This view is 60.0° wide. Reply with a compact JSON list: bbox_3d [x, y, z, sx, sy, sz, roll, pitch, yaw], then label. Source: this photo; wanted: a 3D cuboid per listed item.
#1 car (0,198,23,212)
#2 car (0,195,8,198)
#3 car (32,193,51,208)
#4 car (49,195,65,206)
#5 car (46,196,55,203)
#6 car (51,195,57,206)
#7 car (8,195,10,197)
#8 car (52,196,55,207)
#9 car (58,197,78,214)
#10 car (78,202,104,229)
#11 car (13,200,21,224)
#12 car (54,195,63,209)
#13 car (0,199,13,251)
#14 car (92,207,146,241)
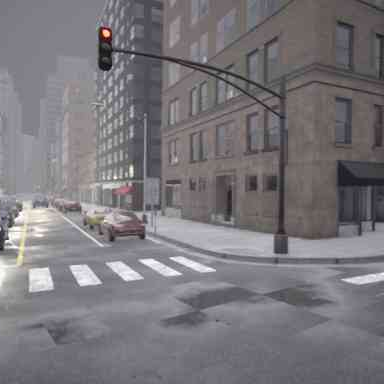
[{"bbox_3d":[-16.868,1.562,30.493,2.033,1.411,5.357,0,0,-25],"label":"car"},{"bbox_3d":[-28.194,1.357,47.852,2.192,1.841,5.009,0,0,-26],"label":"car"},{"bbox_3d":[-22.657,1.429,49.682,2.097,1.767,4.553,0,0,-26],"label":"car"},{"bbox_3d":[-22.957,1.424,56.593,2.192,1.841,5.009,0,0,-26],"label":"car"},{"bbox_3d":[-32.738,1.676,76.773,1.752,1.417,4.829,0,0,-26],"label":"car"},{"bbox_3d":[-20.528,1.647,51.587,2.008,1.369,4.403,0,0,-26],"label":"car"},{"bbox_3d":[-30.620,1.600,52.860,1.887,1.381,4.507,0,0,-26],"label":"car"},{"bbox_3d":[-18.101,1.628,46.581,1.887,1.381,4.507,0,0,-26],"label":"car"},{"bbox_3d":[-13.246,1.604,36.568,1.887,1.381,4.507,0,0,-26],"label":"car"},{"bbox_3d":[-6.040,1.556,21.704,1.752,1.417,4.829,0,0,-26],"label":"car"},{"bbox_3d":[-12.592,1.489,21.603,2.128,1.511,4.902,0,0,-26],"label":"car"},{"bbox_3d":[-15.674,1.511,41.574,1.967,1.590,4.097,0,0,-26],"label":"car"},{"bbox_3d":[-8.612,1.337,13.383,2.097,1.767,4.553,0,0,-26],"label":"car"},{"bbox_3d":[-3.538,1.605,16.545,1.802,1.307,4.206,0,0,-26],"label":"car"}]
